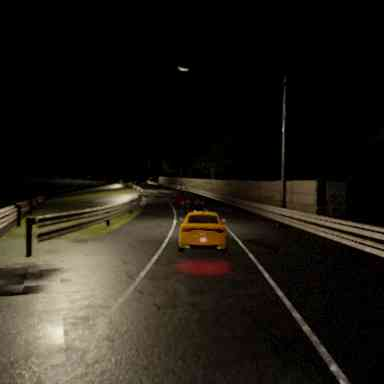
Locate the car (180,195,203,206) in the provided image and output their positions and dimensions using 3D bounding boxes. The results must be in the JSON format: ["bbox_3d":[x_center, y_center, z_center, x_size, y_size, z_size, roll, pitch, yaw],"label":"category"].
[{"bbox_3d":[0.061,1.430,32.842,1.837,1.490,4.892,1,1,-4],"label":"car"}]

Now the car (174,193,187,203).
[{"bbox_3d":[-1.514,0.830,48.877,1.882,1.535,5.008,1,2,-8],"label":"car"}]

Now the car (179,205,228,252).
[{"bbox_3d":[0.464,1.602,14.615,1.882,1.535,5.008,1,0,1],"label":"car"}]
